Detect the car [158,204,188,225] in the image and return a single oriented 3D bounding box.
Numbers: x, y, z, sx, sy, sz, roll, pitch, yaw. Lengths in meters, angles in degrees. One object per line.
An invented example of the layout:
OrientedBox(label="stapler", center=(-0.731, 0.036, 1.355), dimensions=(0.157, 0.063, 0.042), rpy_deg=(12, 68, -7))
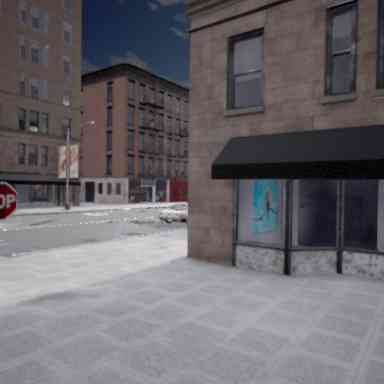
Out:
OrientedBox(label="car", center=(-0.064, 1.408, 21.980), dimensions=(1.895, 1.301, 4.718), rpy_deg=(1, 1, 35))
